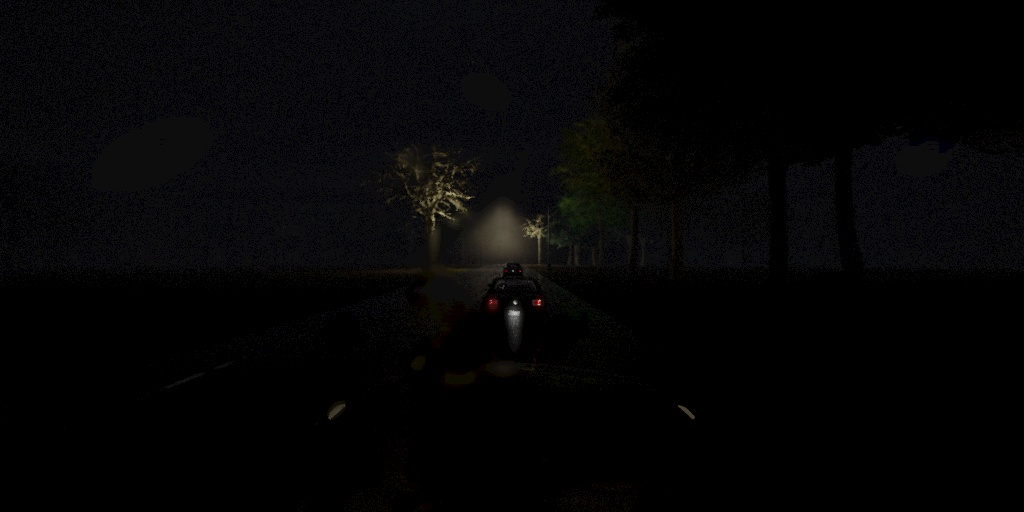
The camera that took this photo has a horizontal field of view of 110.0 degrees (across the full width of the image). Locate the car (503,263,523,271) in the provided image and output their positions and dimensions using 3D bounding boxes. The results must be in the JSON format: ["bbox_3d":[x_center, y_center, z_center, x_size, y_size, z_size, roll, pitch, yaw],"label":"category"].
[{"bbox_3d":[0.103,1.370,34.017,2.033,1.411,5.357,0,0,0],"label":"car"}]

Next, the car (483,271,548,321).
[{"bbox_3d":[0.102,1.363,12.435,1.895,1.301,4.718,0,0,0],"label":"car"}]
